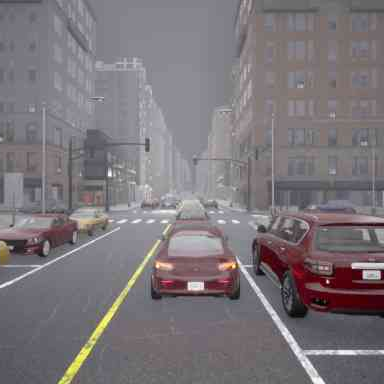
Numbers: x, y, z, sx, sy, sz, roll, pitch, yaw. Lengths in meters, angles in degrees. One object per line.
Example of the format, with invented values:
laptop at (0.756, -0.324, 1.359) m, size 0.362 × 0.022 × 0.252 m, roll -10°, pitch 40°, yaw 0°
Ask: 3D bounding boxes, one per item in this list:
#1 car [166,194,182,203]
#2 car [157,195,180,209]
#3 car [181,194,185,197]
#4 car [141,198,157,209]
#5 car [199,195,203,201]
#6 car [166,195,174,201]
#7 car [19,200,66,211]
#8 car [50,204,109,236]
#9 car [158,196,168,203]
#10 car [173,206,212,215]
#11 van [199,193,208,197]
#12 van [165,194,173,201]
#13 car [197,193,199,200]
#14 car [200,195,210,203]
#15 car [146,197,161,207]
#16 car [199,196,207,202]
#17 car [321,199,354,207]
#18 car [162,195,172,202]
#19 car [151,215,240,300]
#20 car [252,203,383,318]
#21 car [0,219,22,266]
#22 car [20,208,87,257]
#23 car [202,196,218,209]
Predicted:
car at (-3.143, 1.562, 56.124) m, size 2.033 × 1.411 × 5.357 m, roll 0°, pitch 0°, yaw 0°
car at (-3.129, 1.503, 45.517) m, size 2.128 × 1.511 × 4.902 m, roll 0°, pitch 0°, yaw 1°
car at (-3.077, 1.568, 68.255) m, size 2.033 × 1.411 × 5.357 m, roll 0°, pitch 0°, yaw 0°
car at (-5.895, 1.556, 45.606) m, size 1.887 × 1.381 × 4.507 m, roll 1°, pitch 0°, yaw 0°
car at (2.620, 1.597, 56.952) m, size 1.802 × 1.307 × 4.206 m, roll 1°, pitch 0°, yaw 0°
car at (-5.940, 1.616, 90.988) m, size 1.802 × 1.307 × 4.206 m, roll 1°, pitch 0°, yaw 0°
car at (-12.572, 1.440, 30.059) m, size 5.357 × 1.411 × 2.033 m, roll 1°, pitch -1°, yaw -5°
car at (-5.868, 1.529, 18.416) m, size 1.752 × 1.417 × 4.829 m, roll 1°, pitch 0°, yaw 0°
car at (-5.917, 1.602, 68.297) m, size 1.802 × 1.307 × 4.206 m, roll 1°, pitch 0°, yaw 0°
car at (0.046, 1.605, 17.468) m, size 1.895 × 1.301 × 4.718 m, roll 0°, pitch 0°, yaw 0°
van at (2.616, 1.359, 62.626) m, size 1.690 × 1.788 × 3.998 m, roll 1°, pitch 0°, yaw 0°
van at (-5.932, 1.372, 85.316) m, size 1.690 × 1.788 × 3.998 m, roll 1°, pitch 0°, yaw 0°
car at (2.611, 1.335, 68.299) m, size 2.192 × 1.841 × 5.009 m, roll 1°, pitch 0°, yaw 0°
car at (2.625, 1.595, 51.278) m, size 1.802 × 1.307 × 4.206 m, roll 1°, pitch 0°, yaw 0°
car at (-5.900, 1.558, 51.279) m, size 1.887 × 1.381 × 4.507 m, roll 1°, pitch 0°, yaw 0°
car at (2.597, 1.609, 79.645) m, size 1.802 × 1.307 × 4.206 m, roll 1°, pitch 0°, yaw 0°
car at (13.566, 1.503, 32.822) m, size 4.553 × 1.767 × 2.097 m, roll 0°, pitch -1°, yaw 0°
car at (-5.927, 1.467, 79.643) m, size 1.967 × 1.590 × 4.097 m, roll 1°, pitch 0°, yaw 0°
car at (0.077, 1.528, 8.290) m, size 1.812 × 1.442 × 4.674 m, roll 0°, pitch 0°, yaw 0°
car at (2.671, 1.317, 7.337) m, size 2.192 × 1.841 × 5.009 m, roll 1°, pitch 0°, yaw 0°
car at (-5.856, 1.527, 7.167) m, size 1.752 × 1.417 × 4.829 m, roll 1°, pitch 0°, yaw 0°
car at (-5.862, 1.548, 12.962) m, size 1.887 × 1.381 × 4.507 m, roll 1°, pitch 0°, yaw 0°
car at (2.631, 1.593, 45.605) m, size 1.802 × 1.307 × 4.206 m, roll 1°, pitch 0°, yaw 0°
